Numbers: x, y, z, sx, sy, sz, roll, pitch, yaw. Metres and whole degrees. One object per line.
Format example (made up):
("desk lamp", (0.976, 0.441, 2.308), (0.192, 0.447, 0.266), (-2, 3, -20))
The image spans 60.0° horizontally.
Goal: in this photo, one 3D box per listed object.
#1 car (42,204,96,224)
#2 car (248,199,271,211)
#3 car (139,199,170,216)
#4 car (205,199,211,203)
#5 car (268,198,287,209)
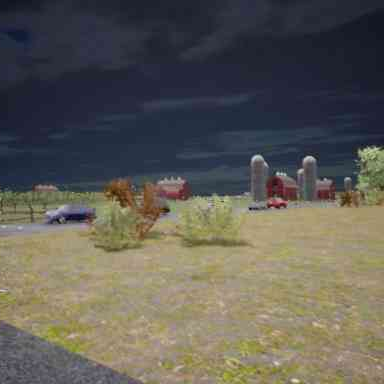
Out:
("car", (-11.102, 1.886, 30.154), (2.097, 1.767, 4.553), (-2, -2, 36))
("car", (10.839, 2.353, 54.569), (1.994, 1.385, 4.181), (-2, -2, 36))
("car", (-4.904, 1.871, 38.817), (2.150, 2.045, 5.566), (-2, -2, 36))
("car", (2.306, 2.007, 48.885), (2.150, 2.045, 5.566), (-2, -2, 36))
("car", (15.594, 2.101, 61.299), (2.150, 2.045, 5.566), (-2, -2, 36))
